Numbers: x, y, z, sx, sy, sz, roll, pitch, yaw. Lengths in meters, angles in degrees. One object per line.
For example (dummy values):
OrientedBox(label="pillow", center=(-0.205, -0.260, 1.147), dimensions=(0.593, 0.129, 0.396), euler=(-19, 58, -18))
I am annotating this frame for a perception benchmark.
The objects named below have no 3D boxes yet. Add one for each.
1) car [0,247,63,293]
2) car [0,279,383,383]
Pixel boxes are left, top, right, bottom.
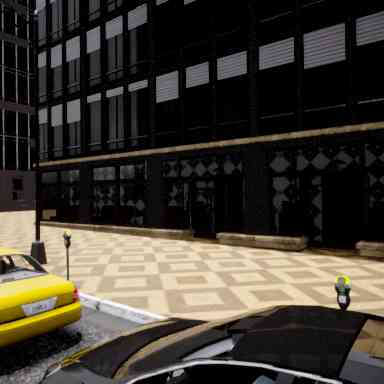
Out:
OrientedBox(label="car", center=(-3.951, 1.527, 5.874), dimensions=(4.829, 1.417, 1.752), euler=(0, -1, 36))
OrientedBox(label="car", center=(0.683, 1.566, 2.359), dimensions=(4.313, 1.339, 1.947), euler=(0, -1, 36))
